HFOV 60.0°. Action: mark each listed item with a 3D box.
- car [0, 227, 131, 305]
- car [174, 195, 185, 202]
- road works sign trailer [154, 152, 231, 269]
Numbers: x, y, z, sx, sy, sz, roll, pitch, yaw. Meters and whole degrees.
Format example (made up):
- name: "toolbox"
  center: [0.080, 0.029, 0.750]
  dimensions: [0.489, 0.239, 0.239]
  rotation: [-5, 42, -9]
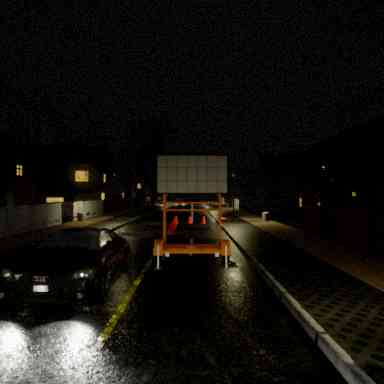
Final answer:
- name: "car"
  center: [-2.743, 1.569, 8.021]
  dimensions: [1.994, 1.385, 4.181]
  rotation: [0, 0, 0]
- name: "car"
  center: [-2.690, 1.593, 73.675]
  dimensions: [2.150, 2.045, 5.566]
  rotation: [0, 0, 0]
- name: "road works sign trailer"
  center: [0.010, 0.473, 11.103]
  dimensions: [2.380, 3.560, 2.880]
  rotation: [0, 0, 0]
